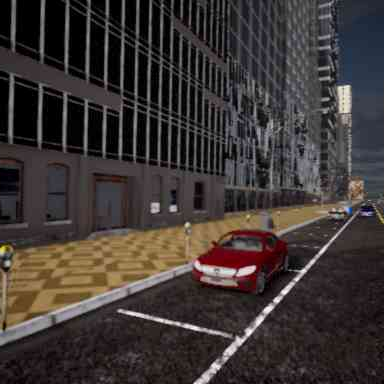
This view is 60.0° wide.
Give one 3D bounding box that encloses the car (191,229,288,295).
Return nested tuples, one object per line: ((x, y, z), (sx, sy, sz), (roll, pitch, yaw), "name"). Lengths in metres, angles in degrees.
((1.521, 1.709, 9.154), (1.802, 1.307, 4.206), (1, -1, 28), "car")

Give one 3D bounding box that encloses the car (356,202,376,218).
((21.375, 2.373, 40.612), (1.812, 1.442, 4.674), (1, -1, 28), "car")

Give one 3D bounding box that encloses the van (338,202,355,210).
((20.298, 2.202, 44.298), (1.690, 1.788, 3.998), (1, -1, 28), "van")

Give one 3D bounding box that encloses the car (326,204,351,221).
((14.930, 2.208, 34.256), (2.008, 1.369, 4.403), (1, -1, 28), "car")
